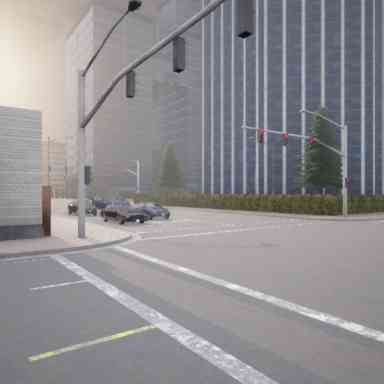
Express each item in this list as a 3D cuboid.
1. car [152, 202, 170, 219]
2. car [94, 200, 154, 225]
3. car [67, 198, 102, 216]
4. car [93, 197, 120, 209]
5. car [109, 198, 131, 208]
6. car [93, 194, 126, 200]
[{"bbox_3d":[-3.711,1.581,29.045,1.812,1.442,4.674,0,0,-36],"label":"car"},{"bbox_3d":[-5.305,1.603,25.232,2.033,1.411,5.357,0,0,-36],"label":"car"},{"bbox_3d":[-10.975,1.560,33.141,1.837,1.490,4.892,0,0,-36],"label":"car"},{"bbox_3d":[-12.203,1.547,47.167,2.128,1.511,4.902,0,0,-36],"label":"car"},{"bbox_3d":[-11.274,1.619,51.872,1.994,1.385,4.181,0,0,-36],"label":"car"},{"bbox_3d":[-9.374,1.277,36.917,2.150,2.045,5.566,0,0,-36],"label":"car"}]
